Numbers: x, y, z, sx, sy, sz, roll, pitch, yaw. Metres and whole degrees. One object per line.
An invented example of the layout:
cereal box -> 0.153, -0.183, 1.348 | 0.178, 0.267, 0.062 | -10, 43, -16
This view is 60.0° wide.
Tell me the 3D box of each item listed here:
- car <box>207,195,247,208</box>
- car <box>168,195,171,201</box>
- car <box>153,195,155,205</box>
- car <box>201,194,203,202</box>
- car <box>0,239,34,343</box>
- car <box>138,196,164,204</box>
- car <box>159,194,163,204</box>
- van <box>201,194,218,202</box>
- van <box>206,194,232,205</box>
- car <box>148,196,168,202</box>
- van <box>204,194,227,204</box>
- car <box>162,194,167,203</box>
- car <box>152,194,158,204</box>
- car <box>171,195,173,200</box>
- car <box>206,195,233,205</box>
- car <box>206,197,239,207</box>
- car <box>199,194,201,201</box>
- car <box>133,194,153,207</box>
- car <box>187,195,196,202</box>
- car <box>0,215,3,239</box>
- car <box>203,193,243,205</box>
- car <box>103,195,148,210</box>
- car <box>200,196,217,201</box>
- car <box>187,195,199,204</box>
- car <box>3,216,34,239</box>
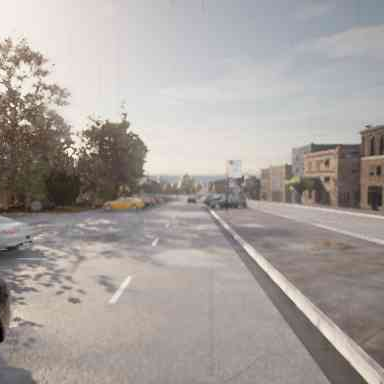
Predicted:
car -> 4.737, 1.443, 43.493 | 4.892, 1.521, 2.231 | 0, 0, 0
car -> -8.375, 1.430, 76.926 | 5.566, 2.045, 2.435 | 0, 0, 0
car -> -8.354, 1.501, 49.079 | 4.674, 1.452, 2.002 | 0, 0, 0
car -> 4.694, 1.245, 54.705 | 5.566, 2.045, 2.435 | 0, 0, 0
car -> -3.370, 1.488, 2.489 | 2.128, 1.511, 4.902 | 0, 0, 1
car -> -8.377, 1.609, 68.571 | 5.008, 1.535, 2.097 | 0, 0, 0
car -> -8.368, 1.602, 63.000 | 4.674, 1.452, 2.002 | 0, 0, 0
van -> 4.759, 1.610, 91.143 | 4.442, 1.987, 1.878 | 0, -1, 0
van -> 4.830, 1.314, 60.310 | 4.442, 1.987, 1.878 | 0, 0, 0
car -> -8.414, 1.776, 82.371 | 4.674, 1.452, 2.002 | 0, -1, 0
van -> 4.587, 1.361, 65.917 | 4.442, 1.987, 1.878 | 0, 0, 0
car -> -8.191, 1.583, 65.785 | 5.366, 1.575, 1.946 | 0, 0, 0
car -> -8.326, 1.369, 54.649 | 4.553, 1.767, 2.185 | 0, 0, 0
car -> -8.394, 1.516, 85.282 | 5.566, 2.045, 2.435 | 0, -1, 0
car -> 4.751, 1.391, 57.505 | 4.553, 1.767, 2.185 | 0, 0, 0
car -> 4.720, 1.478, 51.898 | 4.892, 1.521, 2.231 | 0, 0, 0
car -> 4.661, 1.383, 71.524 | 5.566, 2.045, 2.435 | 0, 0, 0
car -> -8.355, 1.449, 46.293 | 5.008, 1.535, 2.097 | 0, 0, 0
car -> -0.075, 1.557, 79.864 | 2.097, 1.767, 4.553 | 0, -1, 0
car -> -8.343, 1.468, 9.090 | 5.008, 1.535, 2.097 | 0, 0, 0
car -> 4.701, 1.199, 46.295 | 5.566, 2.045, 2.435 | 0, 0, 0
car -> -8.342, 1.435, 40.724 | 5.008, 1.535, 2.097 | 0, 0, 0
car -> 4.665, 1.898, 93.943 | 4.792, 1.488, 2.163 | 0, -1, 0
car -> -0.051, 1.640, 69.834 | 1.837, 1.490, 4.892 | 0, 0, 0
car -> -8.336, 1.504, 12.239 | 4.674, 1.452, 2.002 | 0, 0, 0
